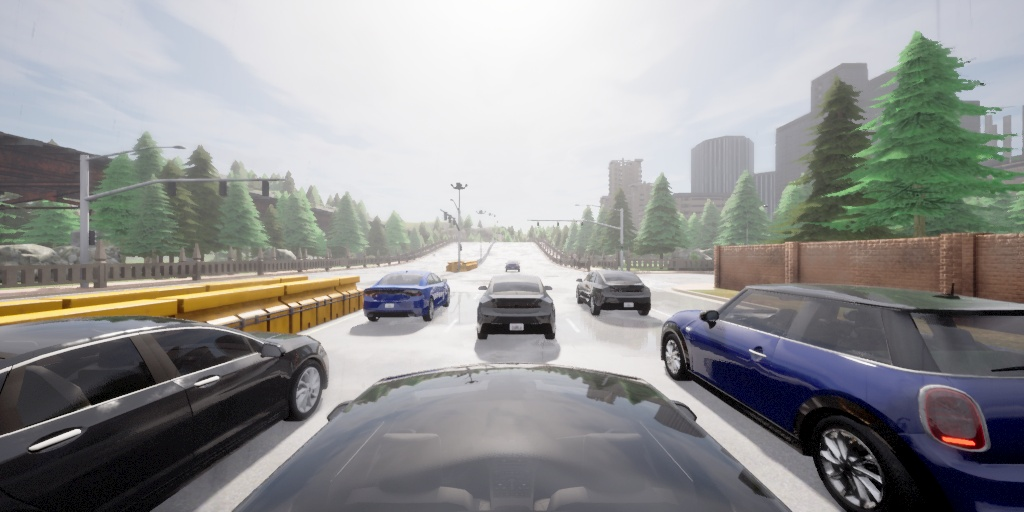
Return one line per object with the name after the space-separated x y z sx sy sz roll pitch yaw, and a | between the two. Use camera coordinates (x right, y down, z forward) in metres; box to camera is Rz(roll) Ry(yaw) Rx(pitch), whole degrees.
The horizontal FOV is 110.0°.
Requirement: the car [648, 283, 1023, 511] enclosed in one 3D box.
3.602 1.102 4.352 2.097 1.767 4.553 0 0 0 | car

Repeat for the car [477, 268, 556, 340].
0.099 1.255 10.003 1.837 1.490 4.892 0 0 0 | car

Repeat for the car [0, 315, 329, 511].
-3.400 1.255 2.934 1.837 1.490 4.892 0 0 0 | car

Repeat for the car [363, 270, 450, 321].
-3.399 1.228 12.427 1.882 1.535 5.008 0 0 0 | car

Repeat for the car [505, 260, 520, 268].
0.086 1.276 46.277 1.812 1.442 4.674 0 0 0 | car

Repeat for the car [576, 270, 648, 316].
3.619 1.255 13.436 1.837 1.490 4.892 0 0 1 | car
